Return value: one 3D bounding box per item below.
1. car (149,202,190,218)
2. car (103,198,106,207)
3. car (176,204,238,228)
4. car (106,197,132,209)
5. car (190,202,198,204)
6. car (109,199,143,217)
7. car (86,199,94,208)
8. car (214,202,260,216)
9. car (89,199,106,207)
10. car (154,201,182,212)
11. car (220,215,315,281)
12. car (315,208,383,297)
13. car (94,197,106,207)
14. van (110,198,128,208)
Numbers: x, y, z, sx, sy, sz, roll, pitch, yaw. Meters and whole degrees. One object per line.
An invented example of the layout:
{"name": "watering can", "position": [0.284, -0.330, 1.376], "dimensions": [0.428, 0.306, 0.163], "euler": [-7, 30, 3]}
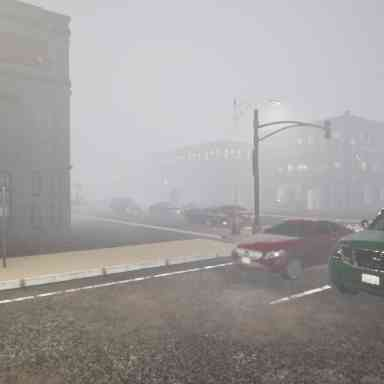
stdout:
{"name": "car", "position": [-2.733, 1.830, 34.752], "dimensions": [2.128, 1.511, 4.902], "euler": [-1, 0, -36]}
{"name": "car", "position": [-11.831, 2.021, 53.000], "dimensions": [2.128, 1.511, 4.902], "euler": [-1, 0, -36]}
{"name": "car", "position": [1.007, 1.814, 24.833], "dimensions": [1.947, 1.339, 4.313], "euler": [-2, 0, -36]}
{"name": "car", "position": [-8.778, 1.677, 43.245], "dimensions": [2.150, 2.045, 5.566], "euler": [-1, 0, -35]}
{"name": "car", "position": [-0.140, 1.903, 41.068], "dimensions": [1.802, 1.307, 4.206], "euler": [-2, 0, -36]}
{"name": "car", "position": [-6.961, 1.846, 36.196], "dimensions": [1.967, 1.590, 4.097], "euler": [-1, 0, -36]}
{"name": "car", "position": [-19.256, 2.158, 63.395], "dimensions": [2.128, 1.511, 4.902], "euler": [-1, 0, -36]}
{"name": "car", "position": [3.314, 1.744, 26.293], "dimensions": [1.812, 1.442, 4.674], "euler": [-1, 0, -35]}
{"name": "car", "position": [-19.441, 2.227, 68.094], "dimensions": [1.887, 1.381, 4.507], "euler": [-1, 0, -36]}
{"name": "car", "position": [-3.356, 1.965, 45.572], "dimensions": [1.802, 1.307, 4.206], "euler": [-2, 0, -36]}
{"name": "car", "position": [3.298, 1.525, 10.033], "dimensions": [4.674, 1.442, 1.812], "euler": [0, 0, -36]}
{"name": "car", "position": [5.467, 1.220, 7.604], "dimensions": [5.566, 2.045, 2.150], "euler": [0, 0, -36]}
{"name": "car", "position": [-16.230, 1.939, 63.589], "dimensions": [2.192, 1.841, 5.009], "euler": [-1, 0, -36]}
{"name": "van", "position": [-13.012, 1.906, 59.085], "dimensions": [1.690, 1.788, 3.998], "euler": [-1, 0, -36]}
